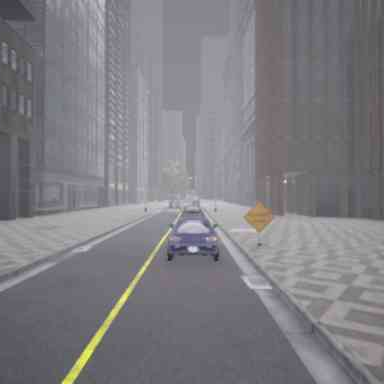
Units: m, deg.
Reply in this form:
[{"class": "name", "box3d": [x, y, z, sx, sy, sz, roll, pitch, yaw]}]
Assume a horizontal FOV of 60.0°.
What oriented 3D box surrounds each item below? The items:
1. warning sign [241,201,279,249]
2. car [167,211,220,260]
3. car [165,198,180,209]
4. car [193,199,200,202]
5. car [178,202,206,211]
[{"class": "warning sign", "box3d": [2.713, 1.286, 13.444, 1.300, 1.860, 1.060, 0, -1, 0]}, {"class": "car", "box3d": [0.053, 1.691, 12.988, 1.812, 1.442, 4.674, 0, 0, 0]}, {"class": "car", "box3d": [-3.041, 2.227, 58.134, 2.128, 1.511, 4.902, 0, -1, 0]}, {"class": "car", "box3d": [1.061, 2.584, 83.428, 1.812, 1.442, 4.674, 0, -1, 0]}, {"class": "car", "box3d": [0.051, 1.852, 27.333, 1.837, 1.490, 4.892, 0, 0, 0]}]
